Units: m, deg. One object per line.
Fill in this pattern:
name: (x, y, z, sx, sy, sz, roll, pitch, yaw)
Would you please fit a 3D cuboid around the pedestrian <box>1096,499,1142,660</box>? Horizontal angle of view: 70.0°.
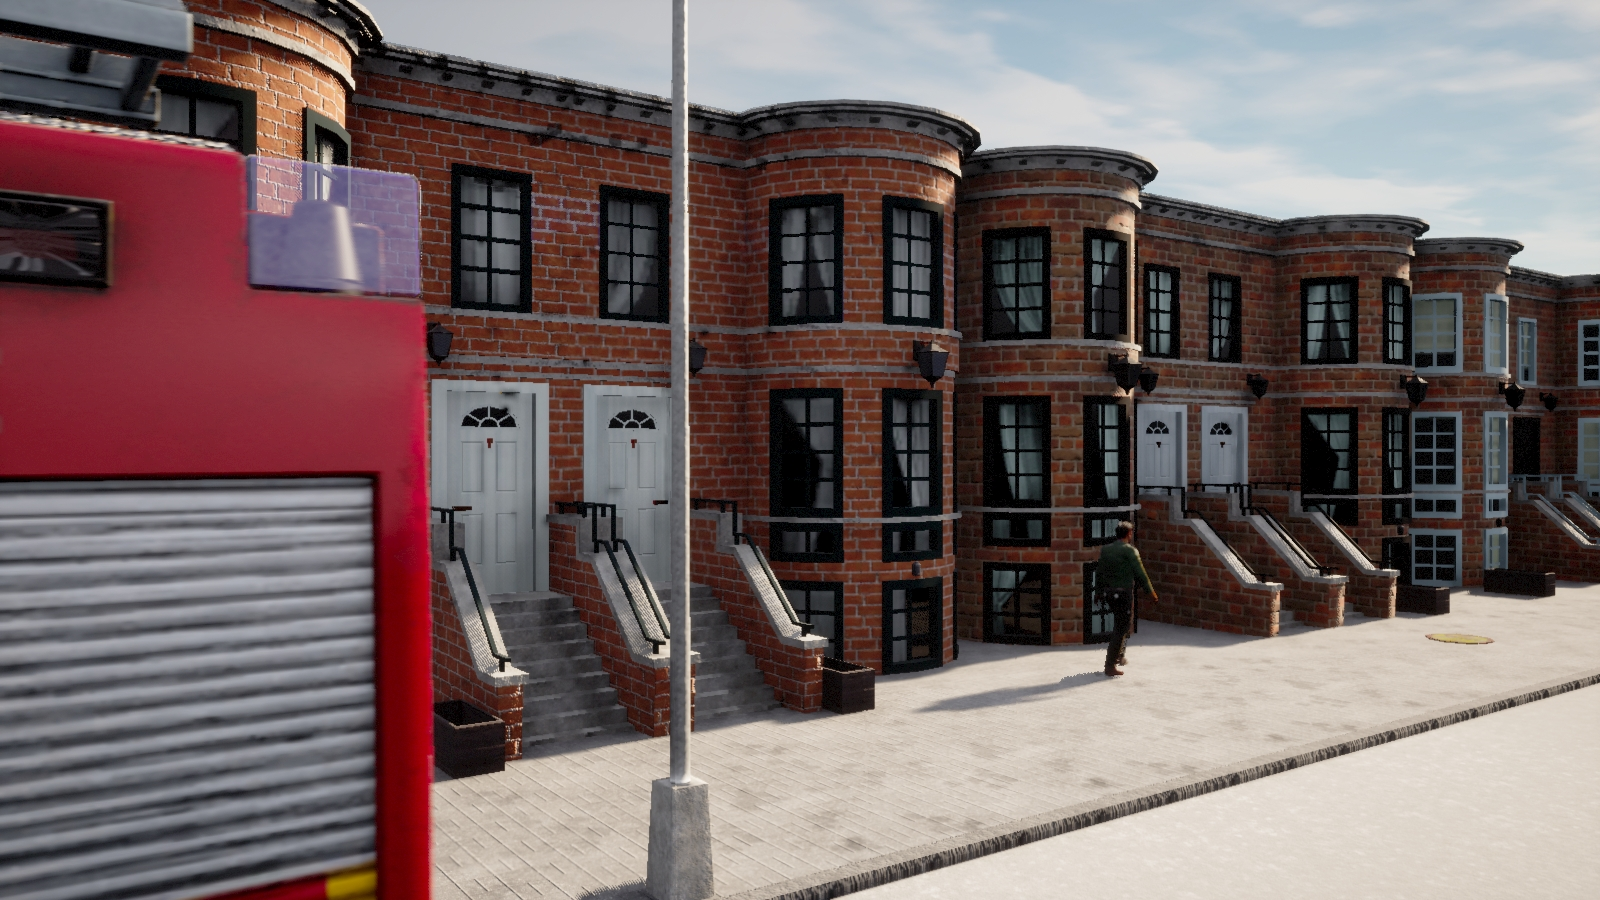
pedestrian: (3.791, 1.520, 13.583, 0.375, 1.860, 0.375, 0, 0, -32)
